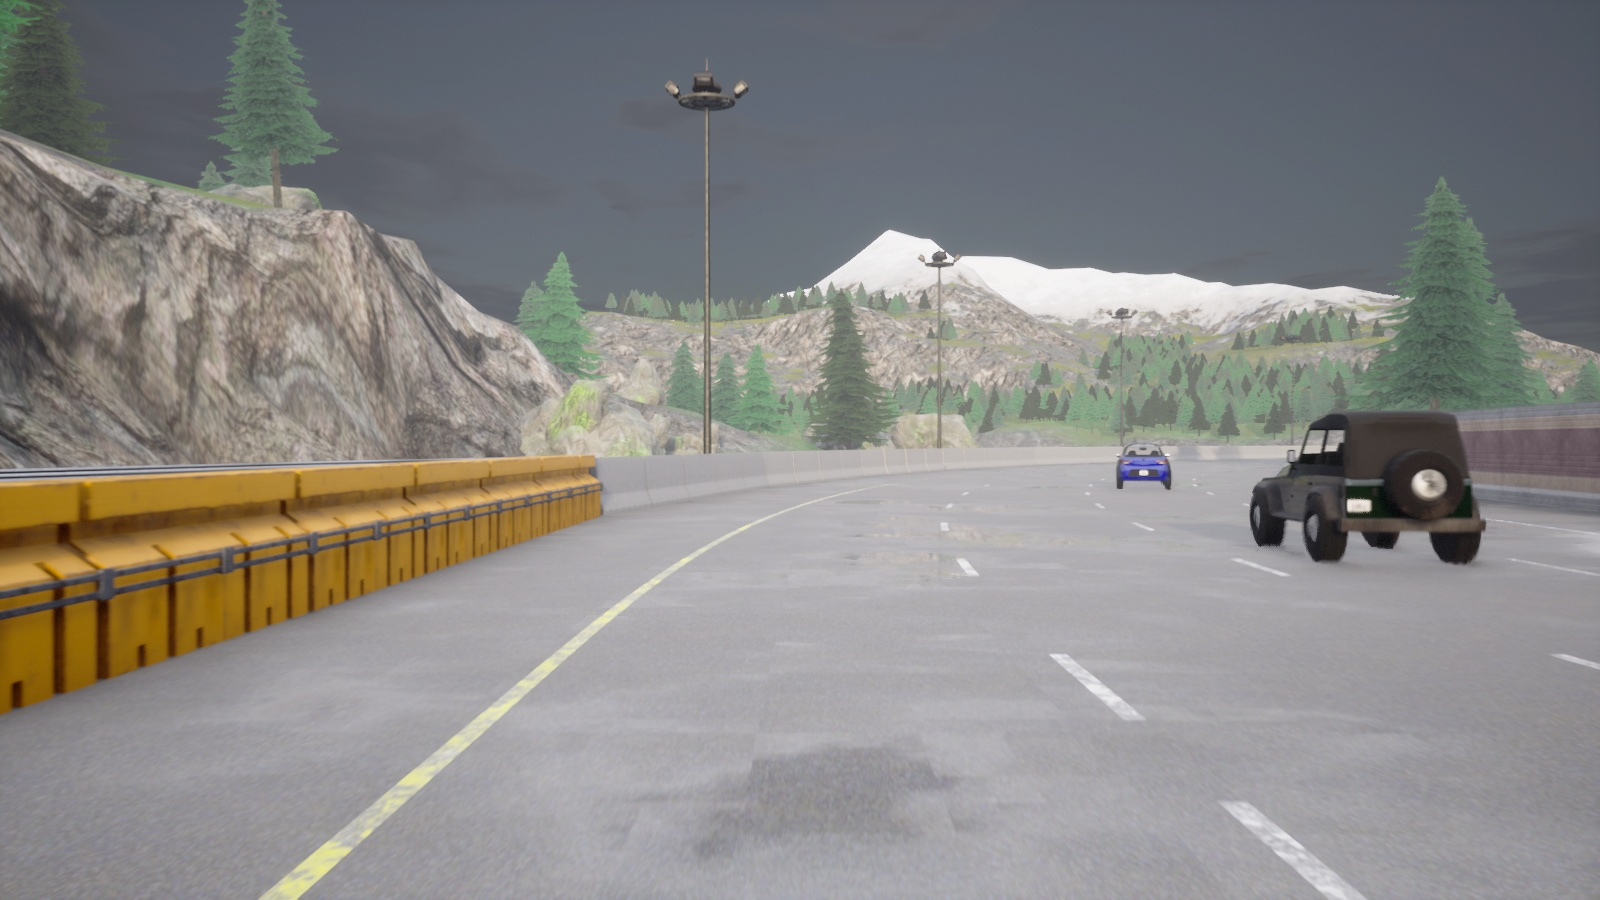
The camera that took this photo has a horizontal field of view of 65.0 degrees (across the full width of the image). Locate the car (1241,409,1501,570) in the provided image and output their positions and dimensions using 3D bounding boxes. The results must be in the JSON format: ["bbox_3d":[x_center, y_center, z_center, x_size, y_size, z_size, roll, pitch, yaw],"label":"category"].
[{"bbox_3d":[7.374,0.454,16.677,1.905,1.878,3.866,0,0,4],"label":"car"}]

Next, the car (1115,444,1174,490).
[{"bbox_3d":[11.540,0.532,42.152,1.816,1.474,4.193,0,0,15],"label":"car"}]
